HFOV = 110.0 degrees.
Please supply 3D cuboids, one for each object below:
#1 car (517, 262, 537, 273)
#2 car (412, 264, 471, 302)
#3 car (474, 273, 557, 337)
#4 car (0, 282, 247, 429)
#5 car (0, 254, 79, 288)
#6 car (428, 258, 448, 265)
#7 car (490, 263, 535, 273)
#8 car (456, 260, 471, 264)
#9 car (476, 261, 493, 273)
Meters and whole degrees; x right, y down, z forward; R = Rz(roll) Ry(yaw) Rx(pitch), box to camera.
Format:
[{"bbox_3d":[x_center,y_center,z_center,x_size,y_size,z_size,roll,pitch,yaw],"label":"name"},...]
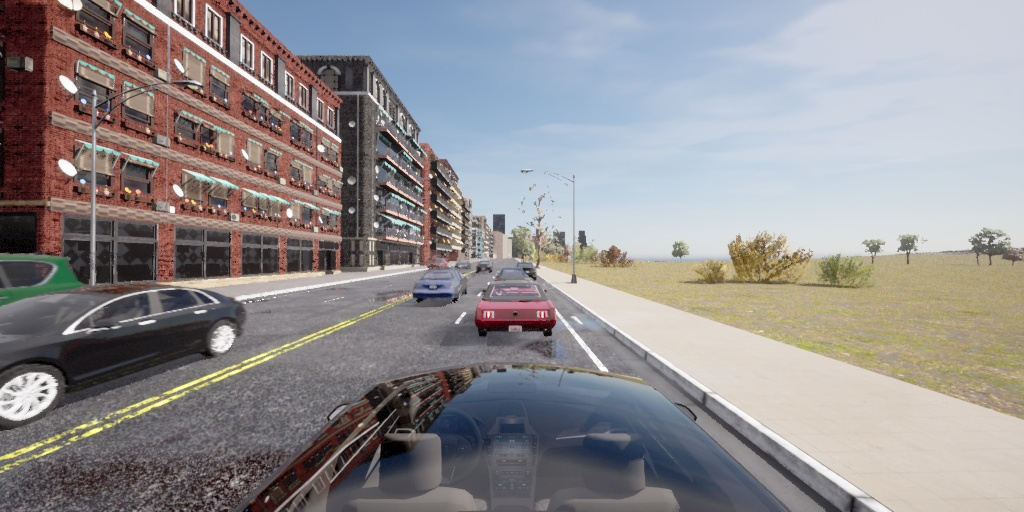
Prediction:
[{"bbox_3d":[1.056,1.259,30.325,1.837,1.490,4.892,0,0,0],"label":"car"},{"bbox_3d":[-3.195,1.300,16.948,2.033,1.411,5.357,0,0,0],"label":"car"},{"bbox_3d":[0.076,1.352,10.301,1.895,1.301,4.718,0,0,0],"label":"car"},{"bbox_3d":[-6.612,1.255,5.698,1.837,1.490,4.892,0,0,0],"label":"car"},{"bbox_3d":[-9.861,0.972,5.128,2.150,2.045,5.566,0,0,0],"label":"car"},{"bbox_3d":[-9.979,1.105,48.522,2.097,1.767,4.553,0,0,0],"label":"car"},{"bbox_3d":[0.039,1.317,20.331,1.994,1.385,4.181,0,0,0],"label":"car"},{"bbox_3d":[-6.732,1.244,49.345,2.128,1.511,4.902,0,0,0],"label":"car"},{"bbox_3d":[-3.268,1.279,43.422,1.812,1.442,4.674,0,0,0],"label":"car"}]
